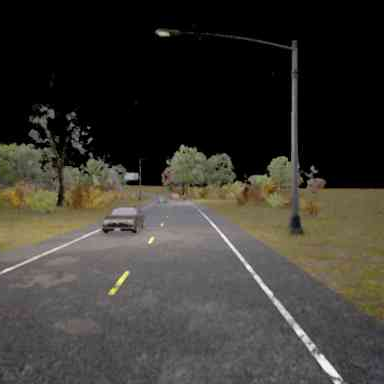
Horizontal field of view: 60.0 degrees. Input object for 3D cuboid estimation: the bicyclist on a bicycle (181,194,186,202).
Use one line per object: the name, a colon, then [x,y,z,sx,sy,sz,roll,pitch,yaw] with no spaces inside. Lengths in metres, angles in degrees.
bicyclist on a bicycle: [-1.551,1.388,69.392,0.866,1.612,1.509,0,0,-4]

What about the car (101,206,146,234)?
car: [-3.824,1.543,19.509,2.033,1.411,5.357,0,0,-1]

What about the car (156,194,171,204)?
car: [-5.524,1.460,61.446,2.128,1.511,4.902,0,0,-3]

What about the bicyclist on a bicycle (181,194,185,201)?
bicyclist on a bicycle: [-2.233,1.377,78.392,0.866,1.612,1.509,0,0,-5]
